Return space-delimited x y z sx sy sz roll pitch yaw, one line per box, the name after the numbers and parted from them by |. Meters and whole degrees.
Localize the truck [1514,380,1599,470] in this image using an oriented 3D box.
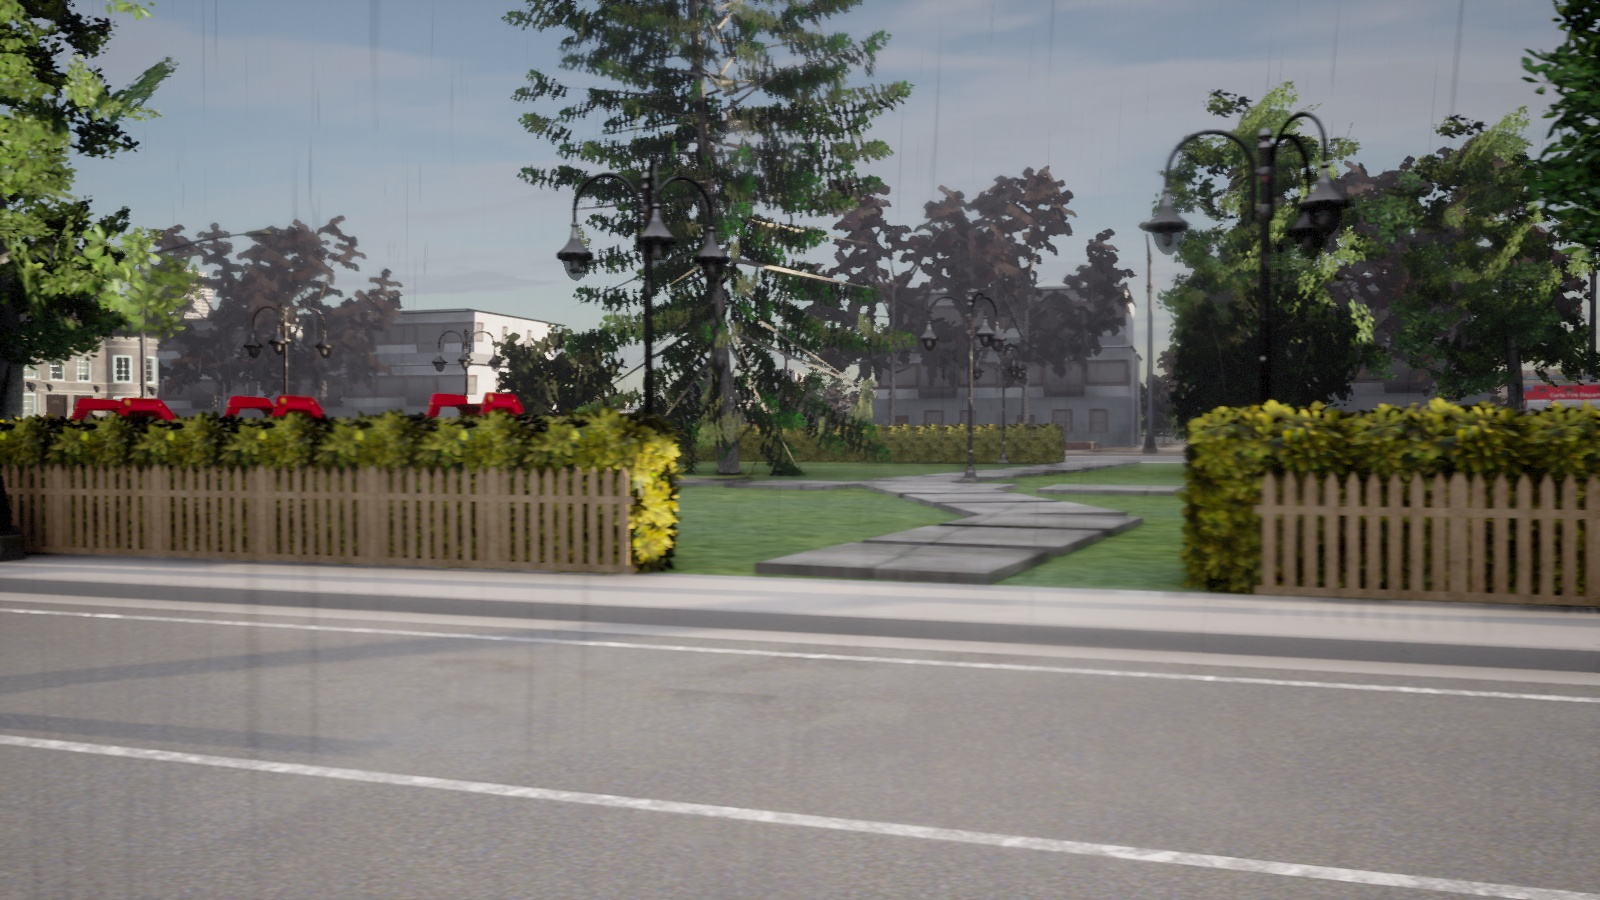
35.696 -1.061 53.756 8.468 3.827 2.891 1 1 19 | truck
